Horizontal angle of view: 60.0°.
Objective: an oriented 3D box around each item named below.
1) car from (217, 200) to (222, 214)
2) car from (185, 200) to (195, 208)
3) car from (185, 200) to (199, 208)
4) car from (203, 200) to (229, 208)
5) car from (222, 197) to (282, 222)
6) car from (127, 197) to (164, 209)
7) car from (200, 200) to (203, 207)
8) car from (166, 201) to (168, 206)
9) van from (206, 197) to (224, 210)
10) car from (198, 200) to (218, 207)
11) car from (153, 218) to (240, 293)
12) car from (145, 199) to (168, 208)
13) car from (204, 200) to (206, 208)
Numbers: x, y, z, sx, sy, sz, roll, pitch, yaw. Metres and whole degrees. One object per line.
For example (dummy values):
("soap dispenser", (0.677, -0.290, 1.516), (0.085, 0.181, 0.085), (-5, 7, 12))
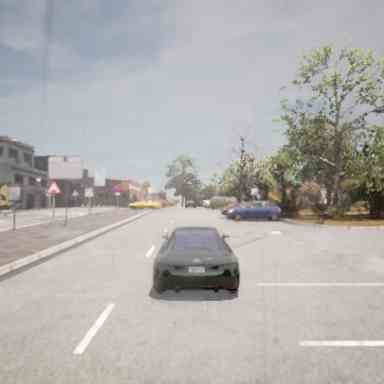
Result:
("car", (5.047, 1.731, 31.193), (4.674, 1.452, 2.002), (0, 0, 0))
("car", (-0.381, 2.619, 72.395), (1.882, 1.535, 5.008), (0, -2, 2))
("car", (-0.187, 2.306, 62.524), (1.812, 1.442, 4.674), (0, -2, -1))
("car", (4.760, 2.380, 65.943), (4.892, 1.521, 2.231), (0, -2, -1))
("car", (5.120, 1.542, 28.025), (4.553, 1.767, 2.185), (0, 0, 0))
("car", (-7.559, 1.980, 52.526), (5.366, 1.575, 1.946), (0, -1, 0))
("car", (4.775, 2.029, 63.161), (5.566, 2.045, 2.435), (0, -2, -1))
("car", (-7.457, 2.079, 64.677), (5.566, 2.045, 2.435), (0, -2, -1))
("van", (4.782, 1.747, 51.990), (4.442, 1.987, 1.878), (0, -1, 0))
("car", (3.815, 2.789, 79.789), (4.553, 1.767, 2.097), (2, -4, -31))
("car", (0.100, 1.622, 9.059), (1.994, 1.385, 4.181), (0, 0, 0))
("car", (-7.533, 2.423, 70.621), (4.553, 1.767, 2.185), (0, -2, -1))
("car", (5.060, 2.037, 54.780), (5.366, 1.575, 1.946), (0, -1, 0))
